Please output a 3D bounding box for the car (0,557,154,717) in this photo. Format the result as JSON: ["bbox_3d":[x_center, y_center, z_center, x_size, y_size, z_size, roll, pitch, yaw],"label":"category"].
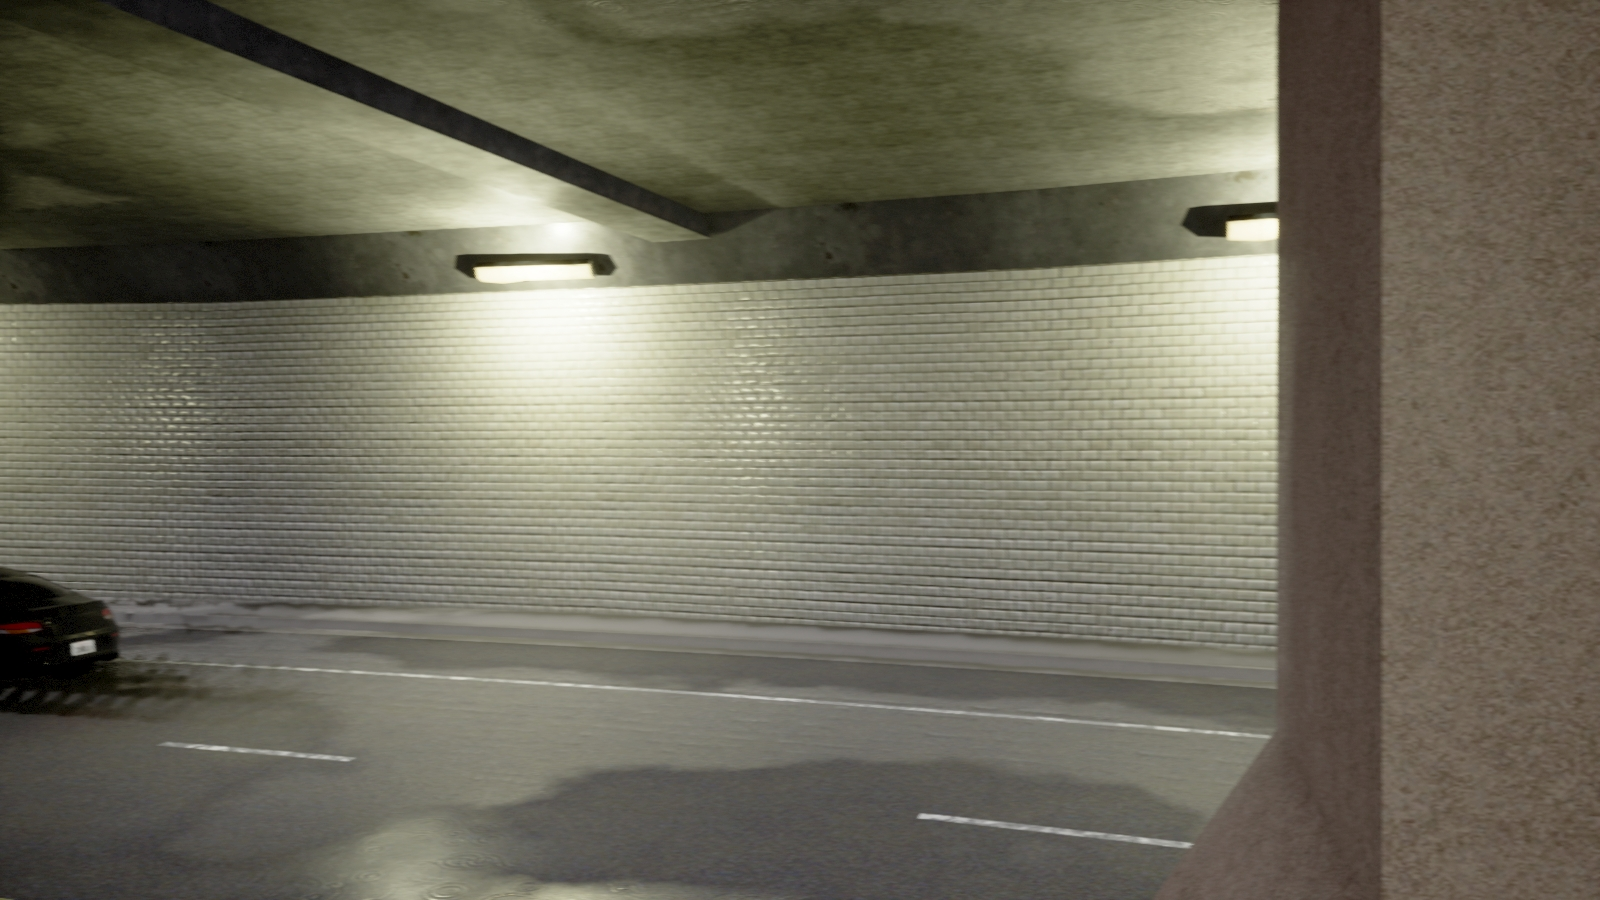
[{"bbox_3d":[-10.396,2.080,13.495,4.674,1.442,2.002,0,0,13],"label":"car"}]
